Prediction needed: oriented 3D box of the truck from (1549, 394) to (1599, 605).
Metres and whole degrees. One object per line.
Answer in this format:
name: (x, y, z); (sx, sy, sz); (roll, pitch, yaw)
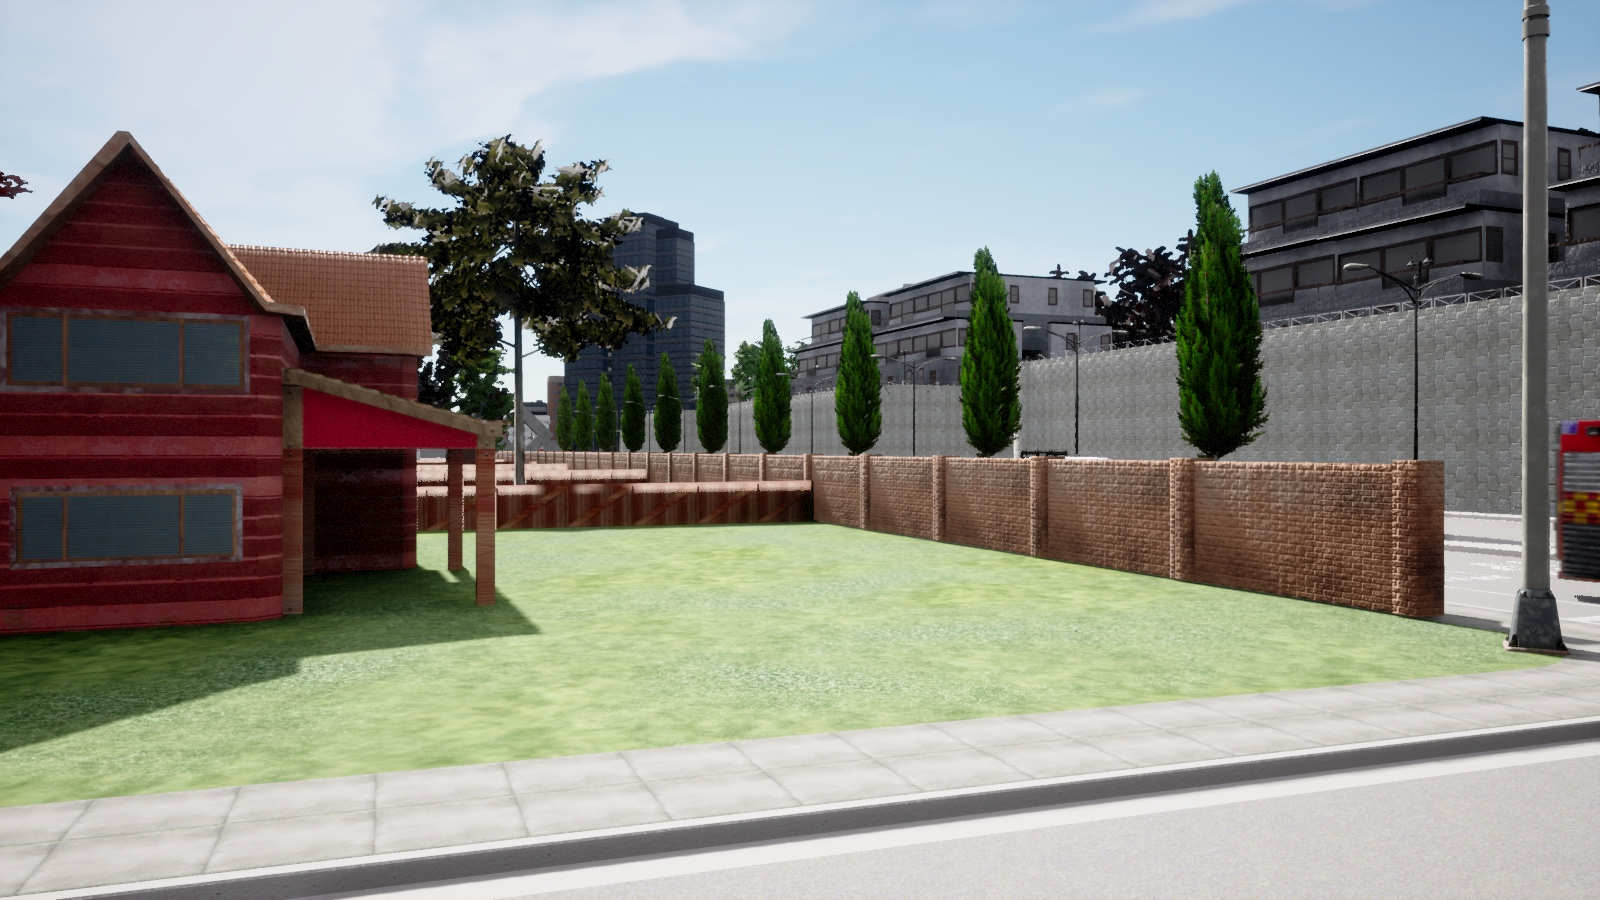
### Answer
truck: (16.981, 0.890, 18.137); (2.891, 3.827, 8.468); (0, 0, -20)
